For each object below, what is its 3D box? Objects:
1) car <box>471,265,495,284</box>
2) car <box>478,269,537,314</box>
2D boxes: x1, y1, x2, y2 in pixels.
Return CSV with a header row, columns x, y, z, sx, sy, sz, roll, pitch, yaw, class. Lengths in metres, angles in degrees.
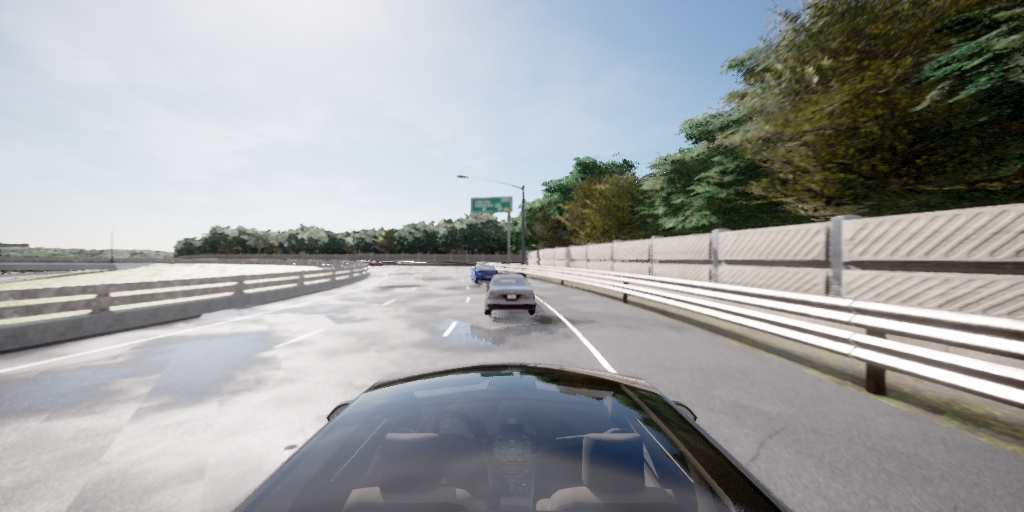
x,y,z,sx,sy,sz,roll,pitch,yaw,class
-2.391,1.474,30.443,1.882,1.535,5.008,1,-1,-12,car
-0.187,1.412,14.329,2.033,1.411,5.357,0,-1,-4,car
